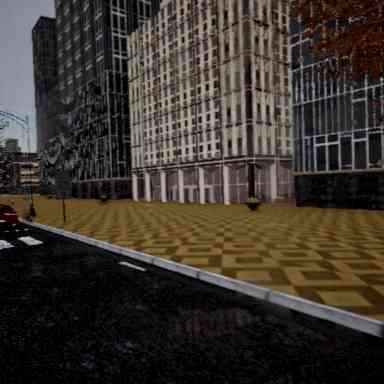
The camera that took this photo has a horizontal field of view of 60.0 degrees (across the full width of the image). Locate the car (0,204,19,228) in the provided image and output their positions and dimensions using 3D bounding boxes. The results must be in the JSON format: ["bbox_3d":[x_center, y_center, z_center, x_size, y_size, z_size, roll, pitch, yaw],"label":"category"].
[{"bbox_3d":[-11.325,1.381,19.247,1.887,1.381,4.507,-3,2,-38],"label":"car"}]
